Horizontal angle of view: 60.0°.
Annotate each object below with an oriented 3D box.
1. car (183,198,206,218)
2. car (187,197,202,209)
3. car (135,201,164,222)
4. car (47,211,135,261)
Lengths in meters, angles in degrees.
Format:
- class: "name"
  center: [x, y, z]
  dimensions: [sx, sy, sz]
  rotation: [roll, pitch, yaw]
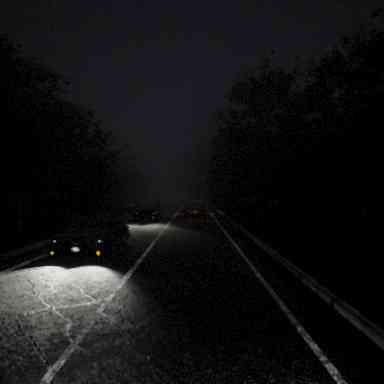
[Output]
- class: "car"
  center: [0.252, 1.436, 29.516]
  dimensions: [1.882, 1.535, 5.008]
  rotation: [0, 0, 0]
- class: "car"
  center: [0.338, 1.476, 45.765]
  dimensions: [2.033, 1.411, 5.357]
  rotation: [0, 0, 0]
- class: "car"
  center: [-3.364, 1.436, 26.501]
  dimensions: [1.882, 1.535, 5.008]
  rotation: [0, 0, 0]
- class: "car"
  center: [-3.538, 1.542, 12.089]
  dimensions: [1.994, 1.385, 4.181]
  rotation: [0, 0, 0]
